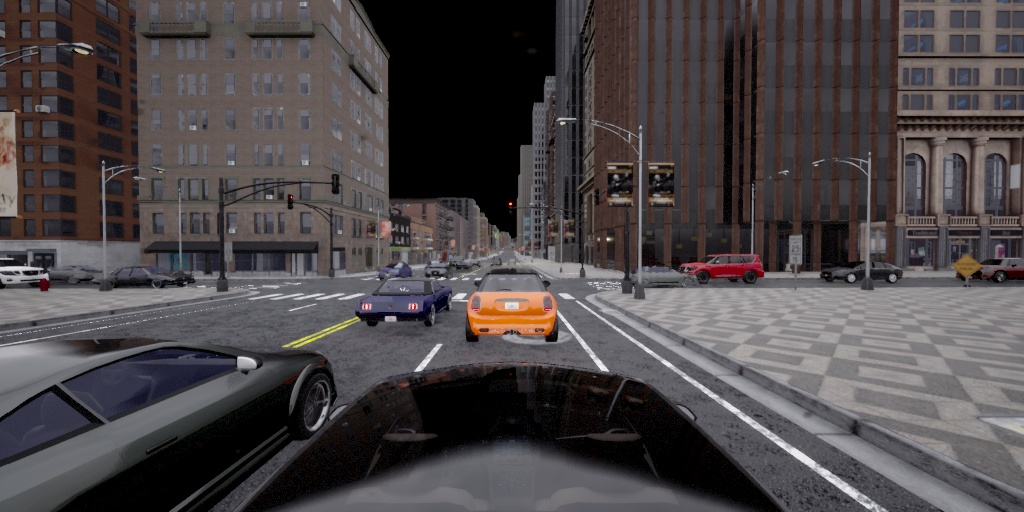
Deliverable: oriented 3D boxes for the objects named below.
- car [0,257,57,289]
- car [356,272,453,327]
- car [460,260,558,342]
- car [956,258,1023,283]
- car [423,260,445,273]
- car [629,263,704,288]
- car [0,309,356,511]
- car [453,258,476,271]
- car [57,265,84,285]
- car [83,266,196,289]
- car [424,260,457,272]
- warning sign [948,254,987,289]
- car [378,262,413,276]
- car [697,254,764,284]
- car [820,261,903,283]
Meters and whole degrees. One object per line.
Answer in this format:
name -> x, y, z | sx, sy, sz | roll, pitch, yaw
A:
car -> -34.311, 1.105, 23.614 | 5.566, 2.045, 2.150 | 0, 1, 0
car -> -3.154, 1.350, 11.561 | 1.895, 1.301, 4.718 | 0, 0, 0
car -> 0.006, 1.101, 9.911 | 2.097, 1.767, 4.553 | 0, 0, 0
car -> 35.001, 0.926, 25.666 | 4.553, 1.767, 2.097 | 0, 1, 0
car -> -9.874, 1.298, 45.966 | 1.812, 1.442, 4.674 | 0, 0, 0
car -> 9.277, 1.291, 22.490 | 4.181, 1.385, 1.994 | 0, 1, 2
car -> -3.158, 1.314, 2.742 | 1.994, 1.385, 4.181 | 0, 0, 1
car -> -6.625, 1.376, 50.007 | 1.895, 1.301, 4.718 | 0, 0, 0
car -> -33.099, 1.389, 26.805 | 4.181, 1.385, 1.994 | 0, 1, 0
car -> -24.119, 1.397, 23.563 | 5.357, 1.411, 2.033 | 0, 1, 0
car -> -6.617, 1.325, 32.901 | 1.994, 1.385, 4.181 | 0, 0, 0
warning sign -> 25.168, 0.827, 19.830 | 1.060, 1.860, 1.300 | 0, 0, 0
car -> -9.865, 1.285, 30.745 | 1.812, 1.442, 4.674 | 0, 0, 0
car -> 14.827, 0.875, 25.589 | 5.566, 2.045, 2.150 | 0, 1, 0
car -> 24.883, 1.119, 25.631 | 4.892, 1.490, 1.837 | 0, 1, 0
